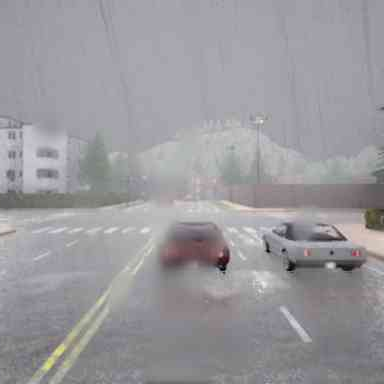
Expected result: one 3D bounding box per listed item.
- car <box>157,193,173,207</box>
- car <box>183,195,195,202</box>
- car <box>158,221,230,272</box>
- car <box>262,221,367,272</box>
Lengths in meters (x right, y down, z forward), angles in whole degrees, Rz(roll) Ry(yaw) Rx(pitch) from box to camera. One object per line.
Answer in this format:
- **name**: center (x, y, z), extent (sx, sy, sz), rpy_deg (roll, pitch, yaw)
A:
- **car**: center (-4.206, 1.202, 52.415), extent (2.150, 2.045, 5.566), rpy_deg (0, 0, 0)
- **car**: center (-0.759, 1.365, 73.773), extent (1.882, 1.535, 5.008), rpy_deg (0, 0, -14)
- **car**: center (0.069, 1.600, 10.755), extent (1.895, 1.301, 4.718), rpy_deg (0, 0, 0)
- **car**: center (3.569, 1.600, 10.762), extent (1.895, 1.301, 4.718), rpy_deg (0, 0, 0)
